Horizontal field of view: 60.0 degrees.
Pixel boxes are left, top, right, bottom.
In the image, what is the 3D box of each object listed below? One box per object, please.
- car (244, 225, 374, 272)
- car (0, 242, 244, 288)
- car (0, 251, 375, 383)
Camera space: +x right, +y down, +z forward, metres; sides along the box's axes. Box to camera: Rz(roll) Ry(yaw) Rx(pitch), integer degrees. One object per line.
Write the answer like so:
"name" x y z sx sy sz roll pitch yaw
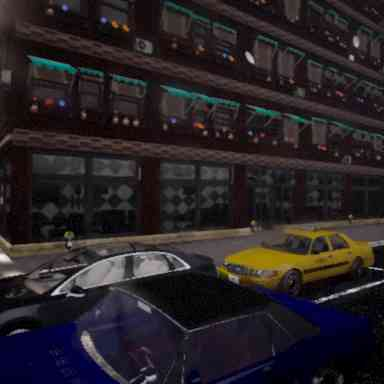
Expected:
"car" 2.870 1.581 8.606 4.829 1.417 1.752 1 0 -36
"car" -1.501 1.565 5.487 4.403 1.369 2.008 1 0 -36
"car" -0.329 1.611 3.140 4.718 1.301 1.895 0 0 -35
